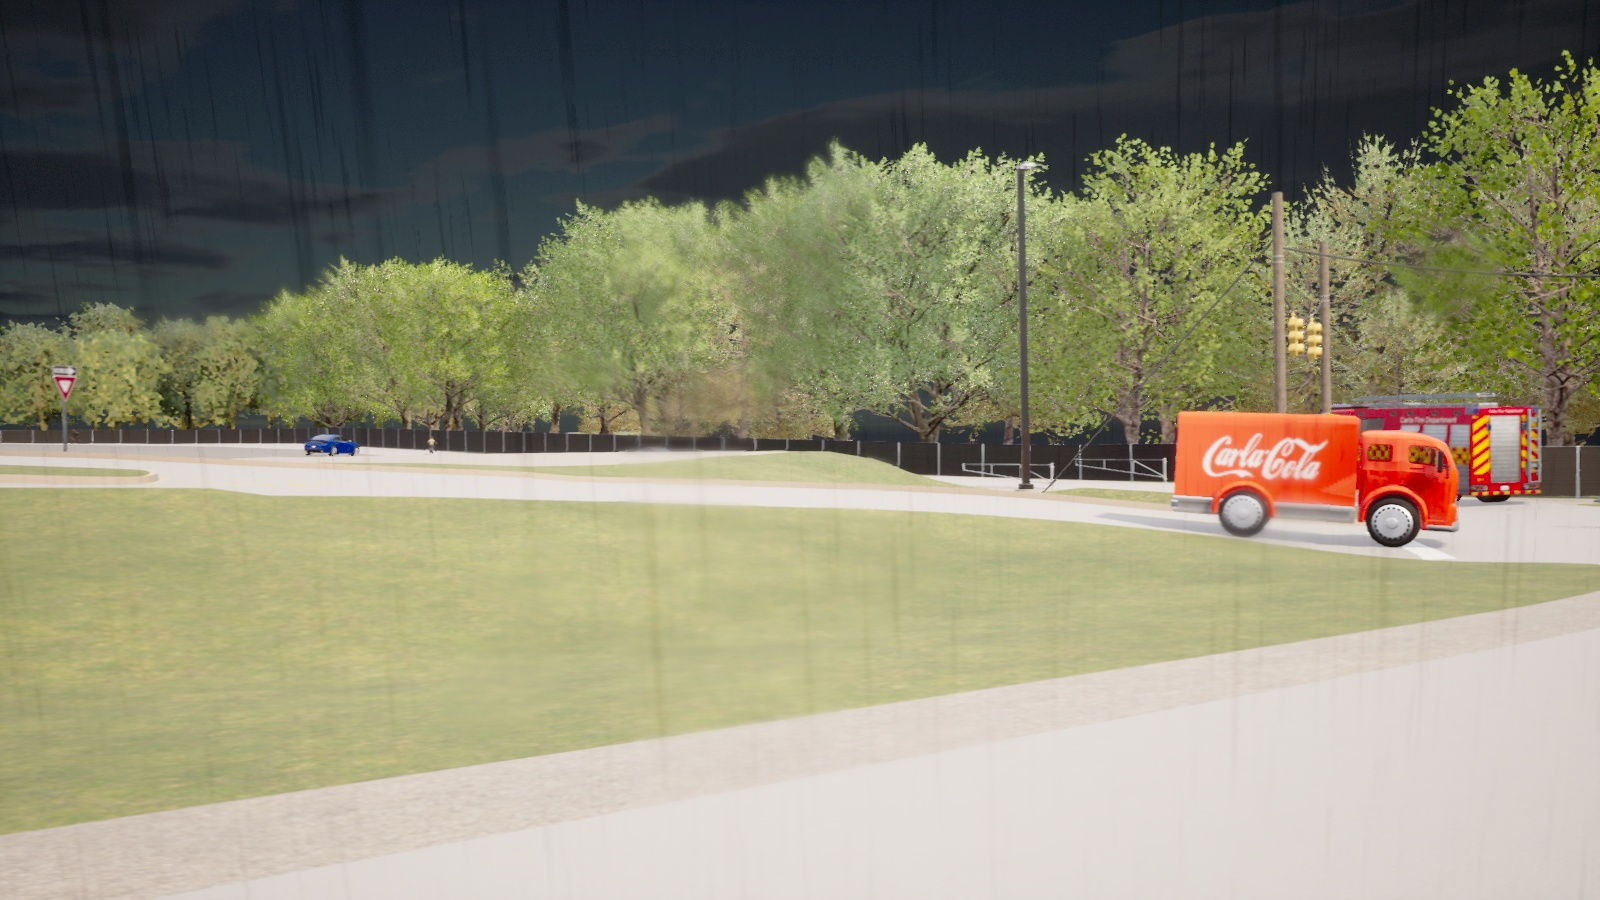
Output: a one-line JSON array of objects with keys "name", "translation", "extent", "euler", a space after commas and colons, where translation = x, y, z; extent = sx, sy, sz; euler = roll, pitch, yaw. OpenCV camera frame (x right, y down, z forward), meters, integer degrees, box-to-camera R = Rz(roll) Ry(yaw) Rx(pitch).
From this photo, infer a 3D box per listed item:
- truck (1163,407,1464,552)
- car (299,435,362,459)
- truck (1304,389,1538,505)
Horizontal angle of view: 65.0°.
[{"name": "truck", "translation": [10.163, 0.474, 25.109], "extent": [5.204, 2.467, 2.627], "euler": [3, 2, 23]}, {"name": "car", "translation": [-32.772, -0.201, 87.867], "extent": [1.882, 1.535, 5.008], "euler": [2, 0, 9]}, {"name": "truck", "translation": [22.544, -0.198, 46.260], "extent": [2.891, 3.827, 8.468], "euler": [-2, 1, -14]}]
